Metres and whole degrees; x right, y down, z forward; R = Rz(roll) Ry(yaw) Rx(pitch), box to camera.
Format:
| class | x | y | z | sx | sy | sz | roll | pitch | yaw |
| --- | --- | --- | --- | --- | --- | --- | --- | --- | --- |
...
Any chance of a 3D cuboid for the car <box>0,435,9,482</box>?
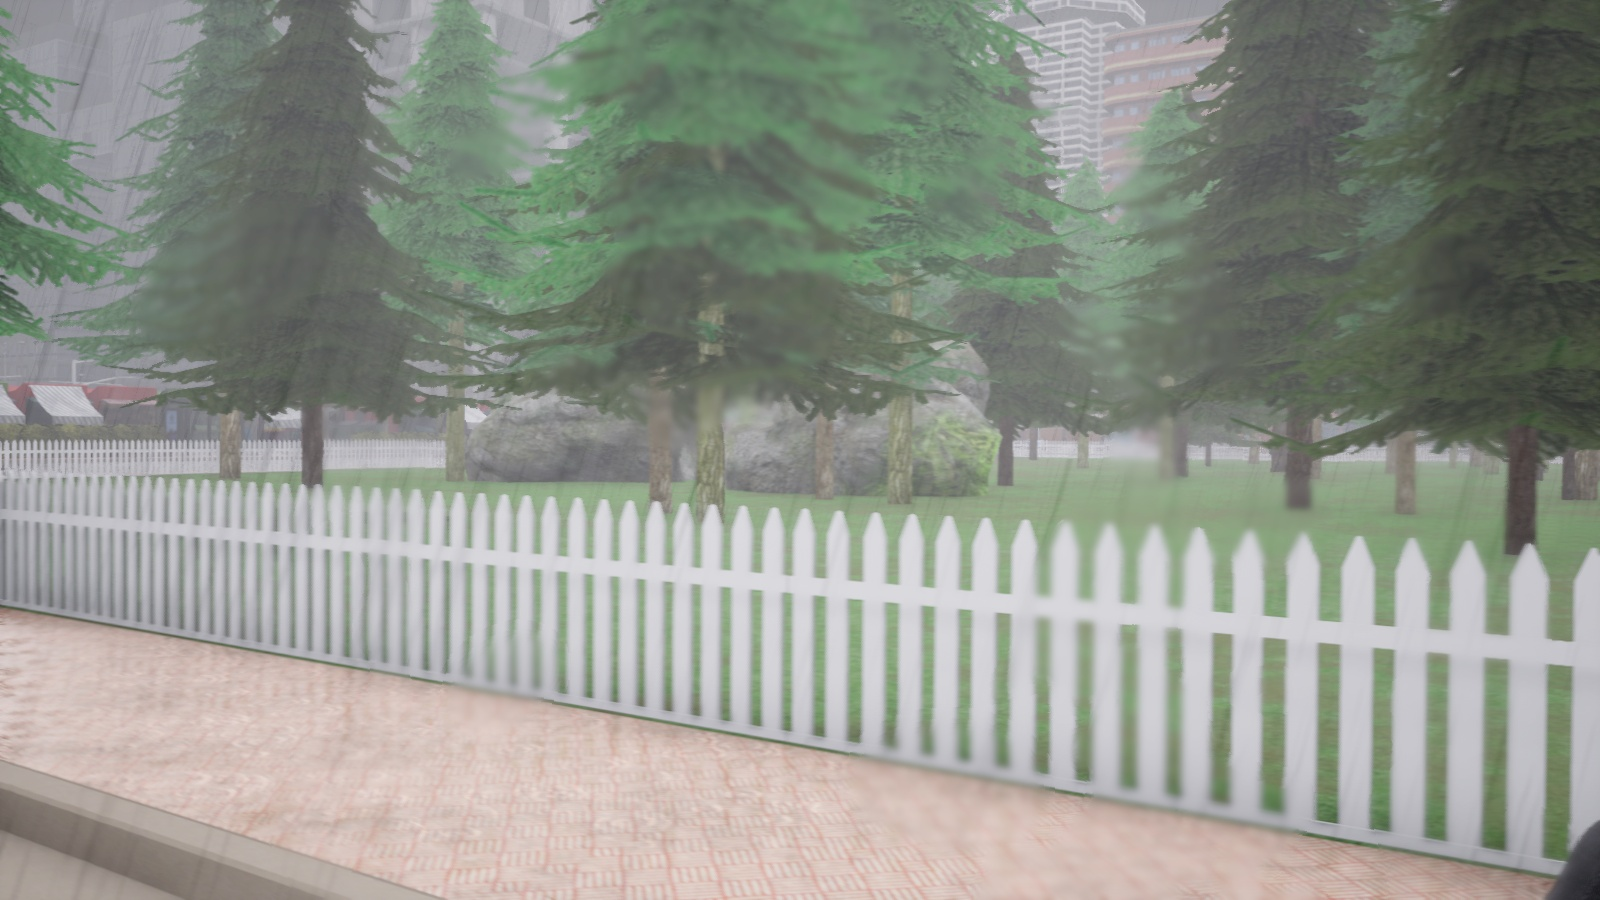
| class | x | y | z | sx | sy | sz | roll | pitch | yaw |
| --- | --- | --- | --- | --- | --- | --- | --- | --- | --- |
| car | -30.643 | 0.343 | 43.670 | 2.033 | 1.649 | 4.856 | 0 | 1 | 32 |

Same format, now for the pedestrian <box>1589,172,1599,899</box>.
| class | x | y | z | sx | sy | sz | roll | pitch | yaw |
| --- | --- | --- | --- | --- | --- | --- | --- | --- | --- |
| pedestrian | 2.242 | 0.332 | 2.746 | 0.849 | 1.883 | 0.563 | 0 | 1 | 34 |
